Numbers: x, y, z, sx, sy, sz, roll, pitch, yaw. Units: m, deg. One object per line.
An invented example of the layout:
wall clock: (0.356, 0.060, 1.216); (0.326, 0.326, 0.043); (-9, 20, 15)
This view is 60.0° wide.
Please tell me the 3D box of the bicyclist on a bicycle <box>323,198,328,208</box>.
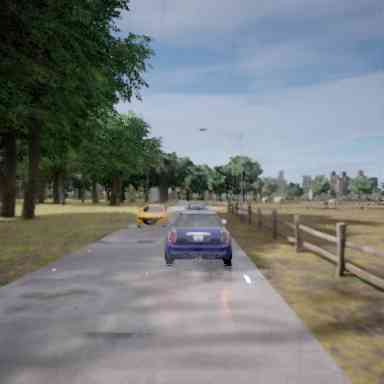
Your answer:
bicyclist on a bicycle: (20.463, 1.784, 50.958); (0.582, 1.620, 1.656); (0, -1, 0)

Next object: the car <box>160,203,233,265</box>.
car: (0.219, 1.409, 12.031); (2.097, 1.767, 4.553); (0, 0, 1)

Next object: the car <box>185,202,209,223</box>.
car: (0.390, 1.661, 27.723); (1.837, 1.490, 4.892); (0, 0, 1)

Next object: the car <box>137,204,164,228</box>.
car: (-2.601, 1.597, 23.248); (1.882, 1.535, 5.008); (0, 0, 1)
